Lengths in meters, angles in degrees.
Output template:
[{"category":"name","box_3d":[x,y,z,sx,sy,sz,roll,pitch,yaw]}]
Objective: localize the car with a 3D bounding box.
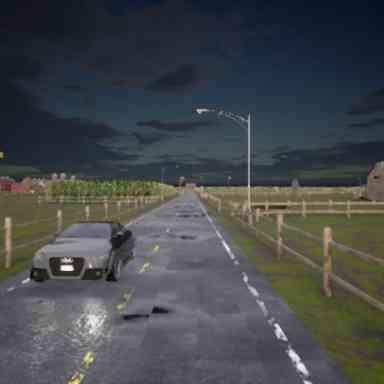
[{"category":"car","box_3d":[-2.828,1.522,9.507,1.994,1.385,4.181,0,0,0]}]
